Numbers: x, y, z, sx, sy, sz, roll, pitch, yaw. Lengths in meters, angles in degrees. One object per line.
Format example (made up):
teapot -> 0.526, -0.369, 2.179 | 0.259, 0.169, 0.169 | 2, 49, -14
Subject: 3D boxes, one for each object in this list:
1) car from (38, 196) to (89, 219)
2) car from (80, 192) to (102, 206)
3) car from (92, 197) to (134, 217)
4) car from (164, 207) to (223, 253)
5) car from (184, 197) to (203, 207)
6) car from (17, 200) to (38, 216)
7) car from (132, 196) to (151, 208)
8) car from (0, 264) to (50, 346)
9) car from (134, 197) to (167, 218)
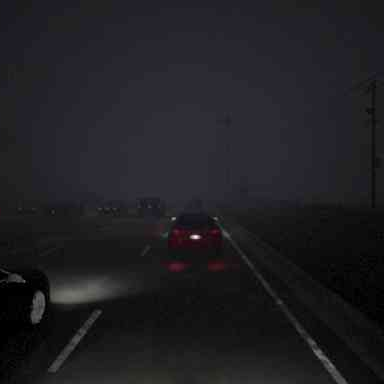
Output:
car -> -10.353, 1.343, 27.270 | 1.882, 1.535, 5.008 | 0, 0, 0
car -> -13.818, 1.000, 45.965 | 2.150, 2.045, 5.566 | 0, 1, 0
car -> -6.943, 1.404, 29.837 | 2.033, 1.411, 5.357 | 0, 0, 0
car -> 0.121, 1.502, 13.366 | 1.994, 1.385, 4.181 | 0, 0, 0
car -> 0.165, 1.305, 37.374 | 1.882, 1.535, 5.008 | 0, 0, 0
car -> -13.836, 1.396, 30.423 | 2.033, 1.411, 5.357 | 0, 0, 0
car -> -6.863, 1.350, 45.485 | 1.994, 1.385, 4.181 | 0, 0, 0
car -> -3.395, 1.483, 3.890 | 1.837, 1.490, 4.892 | 0, 0, 0
car -> -3.351, 1.217, 28.469 | 2.097, 1.767, 4.553 | 0, 0, 0
